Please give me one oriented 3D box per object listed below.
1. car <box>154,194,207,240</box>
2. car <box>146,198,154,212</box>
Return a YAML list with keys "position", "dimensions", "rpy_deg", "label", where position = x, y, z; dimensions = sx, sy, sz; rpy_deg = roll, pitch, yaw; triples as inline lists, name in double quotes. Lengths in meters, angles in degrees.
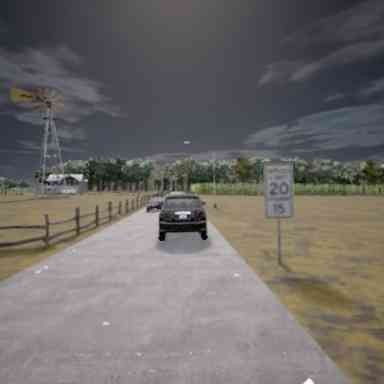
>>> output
- position: [-0.463, 1.106, 16.649]
  dimensions: [2.150, 2.045, 5.566]
  rpy_deg: [-1, 1, -2]
  label: "car"
- position: [-3.809, 1.301, 35.887]
  dimensions: [2.033, 1.411, 5.357]
  rpy_deg: [-1, 1, -2]
  label: "car"
